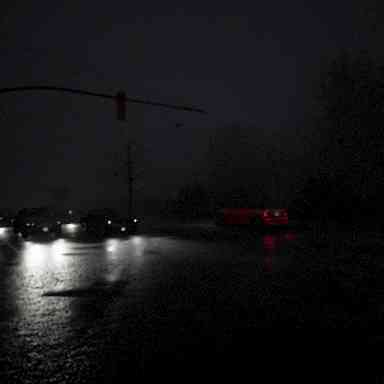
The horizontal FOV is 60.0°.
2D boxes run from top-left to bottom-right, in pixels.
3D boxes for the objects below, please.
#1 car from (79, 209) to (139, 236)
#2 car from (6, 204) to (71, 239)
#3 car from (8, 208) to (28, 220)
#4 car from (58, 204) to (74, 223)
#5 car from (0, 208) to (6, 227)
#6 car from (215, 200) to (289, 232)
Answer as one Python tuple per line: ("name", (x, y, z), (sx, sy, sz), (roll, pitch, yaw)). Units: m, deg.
("car", (-4.851, 1.660, 19.071), (1.895, 1.301, 4.718), (-1, -1, -36))
("car", (-8.553, 1.617, 18.225), (2.128, 1.511, 4.902), (-1, -1, -35))
("car", (-24.811, 3.144, 47.405), (1.837, 1.490, 4.892), (-1, -3, -35))
("car", (-11.873, 1.834, 28.970), (2.097, 1.767, 4.553), (-1, -2, -35))
("car", (-15.123, 2.073, 27.506), (1.812, 1.442, 4.674), (-1, -3, -35))
("car", (3.375, 1.264, 19.720), (2.097, 1.767, 4.553), (-1, 0, -35))
